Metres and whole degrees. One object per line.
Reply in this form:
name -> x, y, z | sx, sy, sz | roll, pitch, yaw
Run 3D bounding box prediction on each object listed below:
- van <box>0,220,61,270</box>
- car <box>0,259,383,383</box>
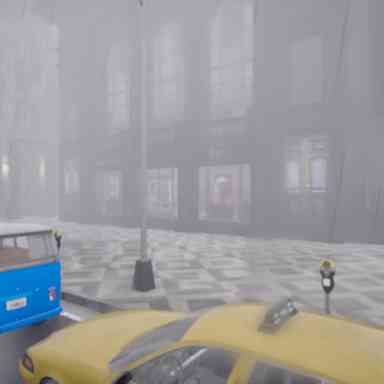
van -> -4.005, 1.368, 5.829 | 3.998, 1.788, 1.690 | 0, 0, 36
car -> 0.441, 1.529, 2.648 | 4.829, 1.417, 1.752 | 0, 0, 36
